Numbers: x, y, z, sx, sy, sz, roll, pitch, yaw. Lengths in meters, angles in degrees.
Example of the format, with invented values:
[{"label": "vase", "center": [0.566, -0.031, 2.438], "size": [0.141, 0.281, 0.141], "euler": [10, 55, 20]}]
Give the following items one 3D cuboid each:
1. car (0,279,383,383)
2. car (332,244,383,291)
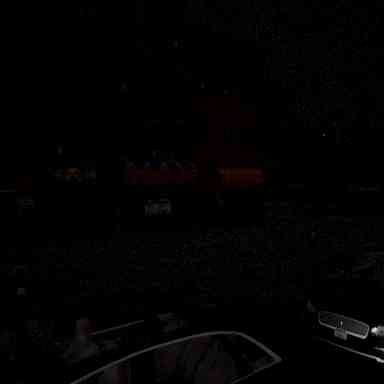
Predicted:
[{"label": "car", "center": [-0.805, 1.550, 2.261], "size": [4.403, 1.369, 2.008], "euler": [0, -2, -36]}, {"label": "car", "center": [3.628, 1.544, 5.430], "size": [4.403, 1.369, 2.008], "euler": [0, -2, -36]}]
